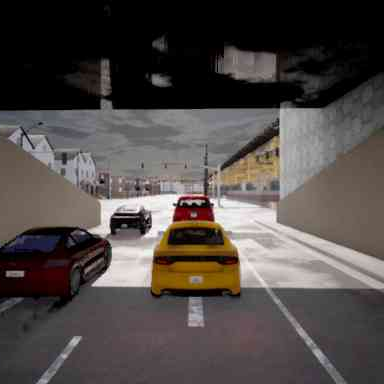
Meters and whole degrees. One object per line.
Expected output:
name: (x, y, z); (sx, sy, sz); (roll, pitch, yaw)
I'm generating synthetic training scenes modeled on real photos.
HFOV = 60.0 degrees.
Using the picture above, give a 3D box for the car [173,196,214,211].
car: (0.087, 1.212, 18.629); (2.150, 2.045, 5.566); (0, 0, 0)

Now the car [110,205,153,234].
car: (-3.415, 1.481, 19.219); (2.128, 1.511, 4.902); (0, 0, 0)

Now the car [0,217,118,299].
car: (-3.420, 1.559, 8.466); (1.994, 1.385, 4.181); (0, 0, 0)

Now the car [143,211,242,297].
car: (0.082, 1.473, 8.646); (1.882, 1.535, 5.008); (0, 0, 0)
